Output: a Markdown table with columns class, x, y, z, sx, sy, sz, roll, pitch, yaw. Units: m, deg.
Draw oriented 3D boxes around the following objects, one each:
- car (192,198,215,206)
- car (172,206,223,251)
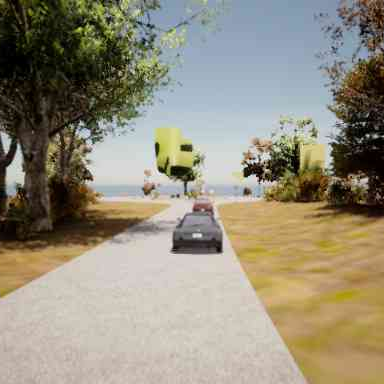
| class | x | y | z | sx | sy | sz | roll | pitch | yaw |
| --- | --- | --- | --- | --- | --- | --- | --- | --- | --- |
| car | 0.982 | 1.258 | 29.207 | 1.812 | 1.442 | 4.674 | 0 | 1 | 3 |
| car | 0.275 | 1.538 | 14.188 | 1.994 | 1.385 | 4.181 | 0 | 1 | 2 |
